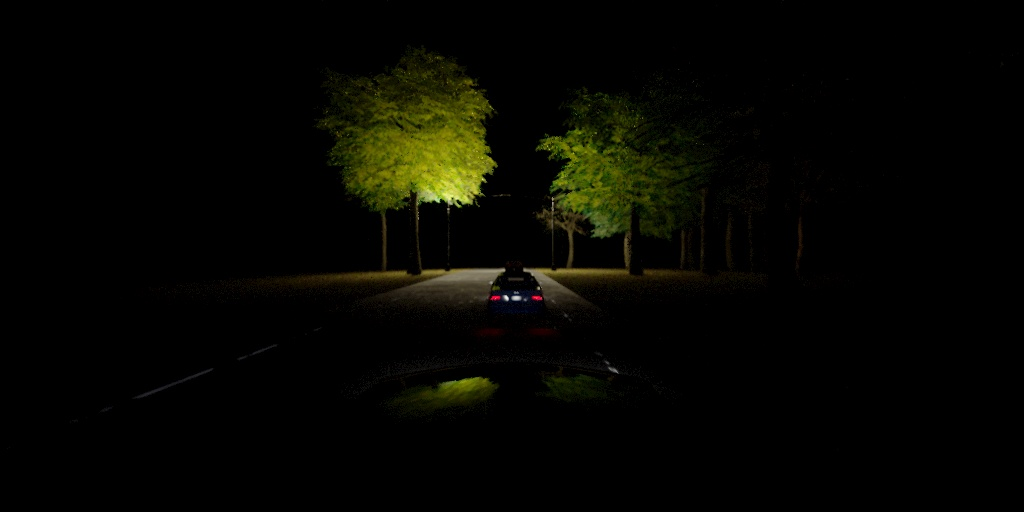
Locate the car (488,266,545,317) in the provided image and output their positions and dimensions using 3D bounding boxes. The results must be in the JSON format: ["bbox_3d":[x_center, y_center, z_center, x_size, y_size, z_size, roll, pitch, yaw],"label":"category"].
[{"bbox_3d":[0.132,1.266,12.927,2.033,1.411,5.357,0,0,0],"label":"car"}]

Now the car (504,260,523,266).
[{"bbox_3d":[0.208,1.208,38.392,1.882,1.535,5.008,0,0,0],"label":"car"}]
